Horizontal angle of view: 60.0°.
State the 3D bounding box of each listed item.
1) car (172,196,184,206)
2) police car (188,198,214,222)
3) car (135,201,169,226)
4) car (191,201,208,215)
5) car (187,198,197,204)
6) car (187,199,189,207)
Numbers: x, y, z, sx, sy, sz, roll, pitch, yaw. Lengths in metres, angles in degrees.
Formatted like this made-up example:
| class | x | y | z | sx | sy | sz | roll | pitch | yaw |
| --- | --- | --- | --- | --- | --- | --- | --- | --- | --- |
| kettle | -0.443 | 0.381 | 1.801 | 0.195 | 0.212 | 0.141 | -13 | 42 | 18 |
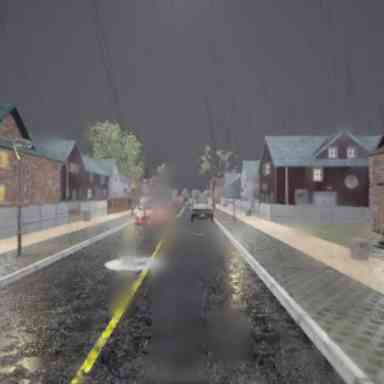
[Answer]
| class | x | y | z | sx | sy | sz | roll | pitch | yaw |
| --- | --- | --- | --- | --- | --- | --- | --- | --- | --- |
| car | -2.729 | 1.843 | 66.383 | 2.150 | 2.045 | 5.566 | 0 | 0 | 0 |
| police car | 0.836 | 1.621 | 28.574 | 1.930 | 1.638 | 5.238 | 0 | 0 | 0 |
| car | -2.838 | 1.519 | 24.631 | 2.097 | 1.767 | 4.553 | 0 | 0 | 0 |
| car | 0.840 | 1.799 | 38.464 | 1.812 | 1.442 | 4.674 | 0 | 0 | 0 |
| car | 0.032 | 2.065 | 78.238 | 2.128 | 1.511 | 4.902 | 0 | -1 | 0 |
| car | 0.025 | 2.013 | 62.499 | 2.128 | 1.511 | 4.902 | 0 | -1 | 0 |
